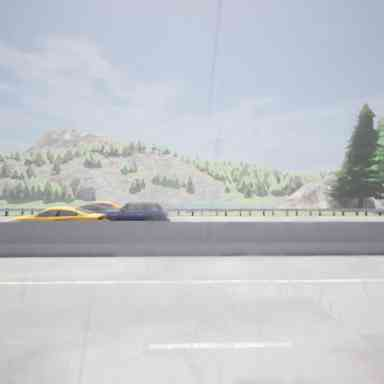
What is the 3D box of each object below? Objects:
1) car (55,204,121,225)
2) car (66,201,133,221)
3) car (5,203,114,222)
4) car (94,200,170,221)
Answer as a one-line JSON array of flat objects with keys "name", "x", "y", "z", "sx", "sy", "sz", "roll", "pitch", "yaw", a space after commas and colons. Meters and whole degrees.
[{"name": "car", "x": -7.389, "y": 1.594, "z": 23.959, "sx": 4.181, "sy": 1.385, "sz": 1.994, "roll": 0, "pitch": 0, "yaw": -2}, {"name": "car", "x": -7.563, "y": 1.514, "z": 27.455, "sx": 5.008, "sy": 1.535, "sz": 1.882, "roll": 0, "pitch": 0, "yaw": -2}, {"name": "car", "x": -6.846, "y": 1.494, "z": 16.975, "sx": 5.008, "sy": 1.535, "sz": 1.882, "roll": 0, "pitch": 0, "yaw": -2}, {"name": "car", "x": -3.631, "y": 1.384, "z": 20.599, "sx": 4.553, "sy": 1.767, "sz": 2.097, "roll": 0, "pitch": 0, "yaw": -2}]
